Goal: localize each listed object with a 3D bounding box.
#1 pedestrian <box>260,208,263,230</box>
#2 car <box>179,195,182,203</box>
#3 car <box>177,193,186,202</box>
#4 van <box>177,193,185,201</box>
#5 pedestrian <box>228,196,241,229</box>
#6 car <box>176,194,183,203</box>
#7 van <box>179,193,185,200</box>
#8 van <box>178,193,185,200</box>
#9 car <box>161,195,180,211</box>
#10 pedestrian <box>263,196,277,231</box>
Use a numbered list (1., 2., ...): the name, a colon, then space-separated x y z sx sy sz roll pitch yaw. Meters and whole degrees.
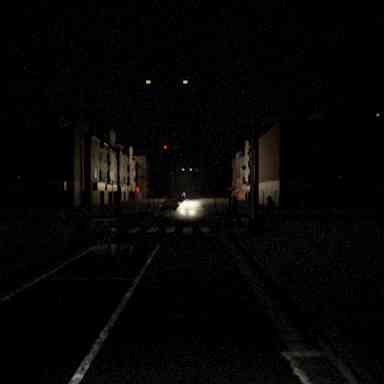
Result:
1. pedestrian: 3.803 1.350 17.727 0.375 1.300 0.375 0 0 0
2. car: -2.635 1.404 44.197 1.887 1.381 4.507 0 0 0
3. car: -2.636 1.272 61.013 1.967 1.590 4.097 0 0 0
4. van: -2.637 1.157 77.829 1.690 1.788 3.998 0 0 0
5. pedestrian: 2.365 1.068 18.328 0.375 1.860 0.375 0 0 0
6. car: -2.636 1.430 49.802 1.802 1.307 4.206 0 0 0
7. van: -2.638 1.151 89.040 1.690 1.788 3.998 0 0 0
8. van: -2.637 1.153 83.434 1.690 1.788 3.998 0 0 0
9. car: -2.635 1.398 38.422 1.752 1.417 4.829 0 0 0
10. pedestrian: 4.004 1.076 17.128 0.375 1.860 0.375 0 0 0
